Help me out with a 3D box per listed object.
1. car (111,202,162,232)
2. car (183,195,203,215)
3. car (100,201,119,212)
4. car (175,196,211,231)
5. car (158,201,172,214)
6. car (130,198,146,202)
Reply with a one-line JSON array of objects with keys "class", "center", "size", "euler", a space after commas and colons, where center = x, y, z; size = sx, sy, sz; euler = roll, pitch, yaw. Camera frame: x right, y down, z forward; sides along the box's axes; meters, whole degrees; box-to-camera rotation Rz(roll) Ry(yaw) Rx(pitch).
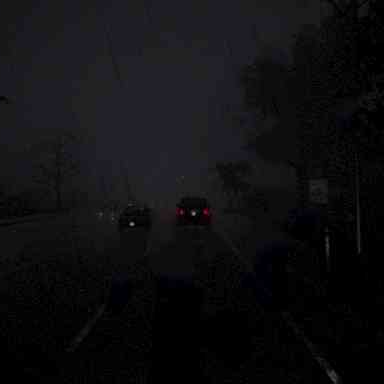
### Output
[{"class": "car", "center": [-3.408, 1.618, 21.301], "size": [2.128, 1.511, 4.902], "euler": [0, 0, 0]}, {"class": "car", "center": [0.086, 1.458, 39.357], "size": [2.150, 2.045, 5.566], "euler": [0, 0, 0]}, {"class": "car", "center": [-10.531, 1.858, 43.315], "size": [1.895, 1.301, 4.718], "euler": [0, 0, 0]}, {"class": "car", "center": [0.091, 1.352, 21.825], "size": [2.150, 2.045, 5.566], "euler": [0, 0, 0]}, {"class": "car", "center": [-3.414, 1.778, 38.758], "size": [2.033, 1.411, 5.357], "euler": [0, 0, 0]}, {"class": "car", "center": [-7.031, 1.609, 43.440], "size": [2.097, 1.767, 4.553], "euler": [0, 0, 0]}]
